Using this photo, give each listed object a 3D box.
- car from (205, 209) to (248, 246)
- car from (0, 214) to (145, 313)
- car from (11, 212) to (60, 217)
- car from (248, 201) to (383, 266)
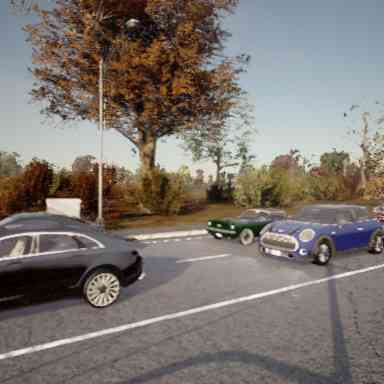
[{"bbox_3d":[2.910,1.393,14.348,4.718,1.301,1.895,0,1,-34],"label":"car"},{"bbox_3d":[-3.260,1.356,6.013,4.902,1.511,2.128,0,1,-34],"label":"car"},{"bbox_3d":[-4.677,1.324,9.284,4.674,1.442,1.812,0,1,-32],"label":"car"},{"bbox_3d":[4.370,1.211,11.116,4.553,1.767,2.097,0,1,-34],"label":"car"}]
